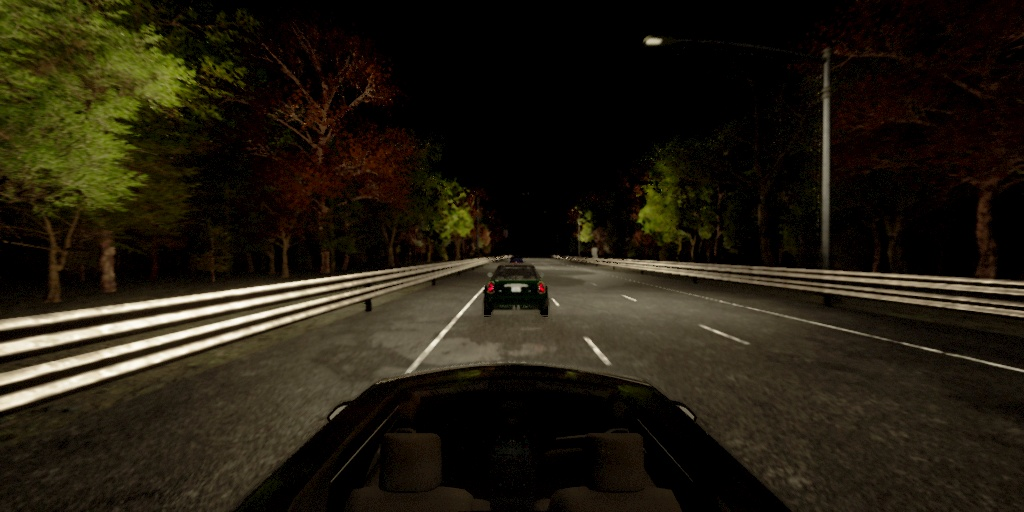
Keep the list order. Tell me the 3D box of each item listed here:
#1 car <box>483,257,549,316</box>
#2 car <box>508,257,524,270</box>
[{"bbox_3d":[0.138,1.025,13.126,2.097,1.767,4.553,0,0,0],"label":"car"},{"bbox_3d":[0.565,0.925,45.945,1.882,1.535,5.008,0,0,1],"label":"car"}]
